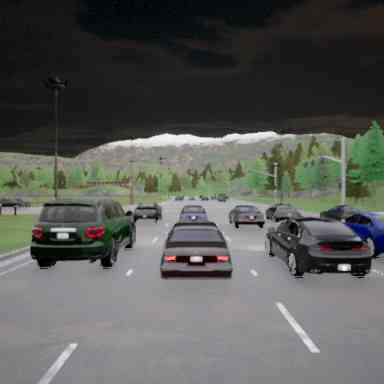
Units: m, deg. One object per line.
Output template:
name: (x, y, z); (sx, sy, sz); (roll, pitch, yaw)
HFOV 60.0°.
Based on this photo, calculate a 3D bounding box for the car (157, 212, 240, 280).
car: (0.098, 1.566, 10.012); (2.033, 1.411, 5.357); (0, 0, 0)

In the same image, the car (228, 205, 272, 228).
car: (3.593, 1.588, 22.592); (2.033, 1.411, 5.357); (0, 0, 0)

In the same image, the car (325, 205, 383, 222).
car: (7.095, 1.501, 12.960); (1.882, 1.535, 5.008); (0, 0, 0)

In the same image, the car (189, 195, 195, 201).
car: (-0.041, 1.766, 94.798); (1.895, 1.301, 4.718); (0, 0, 0)

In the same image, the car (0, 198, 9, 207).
car: (-26.326, 1.566, 41.699); (4.902, 1.511, 2.128); (0, 0, 0)

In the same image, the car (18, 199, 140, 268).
car: (-3.404, 1.244, 11.455); (2.150, 2.045, 5.566); (0, 0, 0)

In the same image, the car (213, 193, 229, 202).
car: (6.966, 1.669, 79.584); (2.128, 1.511, 4.902); (0, 0, 0)

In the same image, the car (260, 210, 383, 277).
car: (3.589, 1.524, 10.243); (1.837, 1.490, 4.892); (0, 0, 0)

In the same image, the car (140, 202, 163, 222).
car: (-3.412, 1.541, 26.479); (2.128, 1.511, 4.902); (0, 0, 0)

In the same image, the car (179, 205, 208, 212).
car: (0.089, 1.588, 22.571); (2.033, 1.411, 5.357); (0, 0, 0)

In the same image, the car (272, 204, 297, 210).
car: (7.090, 1.612, 26.229); (1.994, 1.385, 4.181); (0, 0, 0)

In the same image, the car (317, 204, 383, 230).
car: (10.588, 1.589, 22.842); (2.033, 1.411, 5.357); (0, 0, 0)

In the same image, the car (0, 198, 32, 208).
car: (-26.008, 1.651, 48.704); (4.181, 1.385, 1.994); (0, 0, -1)

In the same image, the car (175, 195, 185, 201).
car: (-3.539, 1.690, 91.490); (2.128, 1.511, 4.902); (0, 0, 0)

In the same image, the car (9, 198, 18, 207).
car: (-24.743, 1.586, 45.212); (4.892, 1.490, 1.837); (0, 0, 0)

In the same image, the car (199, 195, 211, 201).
car: (3.462, 1.686, 89.444); (1.812, 1.442, 4.674); (0, 0, 0)
